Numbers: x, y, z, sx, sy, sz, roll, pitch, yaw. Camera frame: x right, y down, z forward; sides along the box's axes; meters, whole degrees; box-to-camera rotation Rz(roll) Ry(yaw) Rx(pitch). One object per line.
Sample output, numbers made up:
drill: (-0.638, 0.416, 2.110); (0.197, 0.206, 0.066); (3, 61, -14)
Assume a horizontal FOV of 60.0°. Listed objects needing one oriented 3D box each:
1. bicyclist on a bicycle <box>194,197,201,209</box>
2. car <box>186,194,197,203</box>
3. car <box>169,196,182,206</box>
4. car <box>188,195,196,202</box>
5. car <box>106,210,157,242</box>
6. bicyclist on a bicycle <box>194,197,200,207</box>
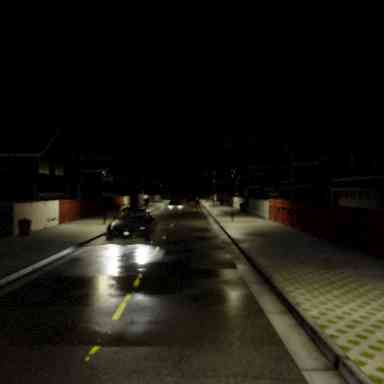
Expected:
bicyclist on a bicycle: (0.758, 1.512, 41.675); (0.866, 1.612, 1.509); (0, 0, 0)
car: (-0.013, 1.337, 70.963); (2.150, 2.045, 5.566); (0, 0, 0)
car: (-2.822, 1.446, 57.071); (2.097, 1.767, 4.553); (0, 0, 0)
car: (-0.015, 1.565, 81.562); (1.837, 1.490, 4.892); (0, 0, 0)
car: (-2.852, 1.601, 16.391); (1.994, 1.385, 4.181); (0, 0, 0)
bicyclist on a bicycle: (0.762, 1.524, 51.563); (0.866, 1.612, 1.509); (0, 0, 0)
